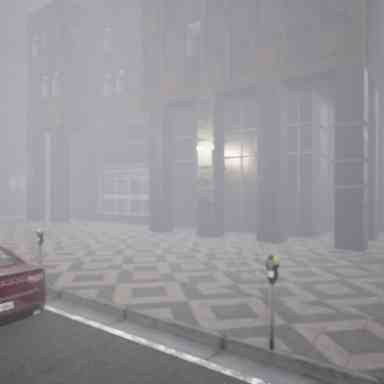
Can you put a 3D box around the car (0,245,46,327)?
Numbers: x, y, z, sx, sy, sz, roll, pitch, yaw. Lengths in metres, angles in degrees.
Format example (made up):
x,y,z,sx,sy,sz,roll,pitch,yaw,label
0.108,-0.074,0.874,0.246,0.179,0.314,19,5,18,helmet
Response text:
x,y,z,sx,sy,sz,roll,pitch,yaw,label
-4.554,1.557,6.209,4.507,1.381,1.887,0,0,36,car
